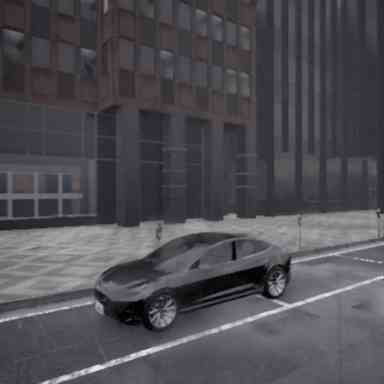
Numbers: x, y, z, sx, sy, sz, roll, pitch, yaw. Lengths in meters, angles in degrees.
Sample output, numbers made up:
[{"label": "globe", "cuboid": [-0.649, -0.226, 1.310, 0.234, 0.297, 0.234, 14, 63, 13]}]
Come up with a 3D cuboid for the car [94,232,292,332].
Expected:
[{"label": "car", "cuboid": [0.231, 1.547, 6.811, 4.313, 1.339, 1.947, 0, 0, -35]}]
